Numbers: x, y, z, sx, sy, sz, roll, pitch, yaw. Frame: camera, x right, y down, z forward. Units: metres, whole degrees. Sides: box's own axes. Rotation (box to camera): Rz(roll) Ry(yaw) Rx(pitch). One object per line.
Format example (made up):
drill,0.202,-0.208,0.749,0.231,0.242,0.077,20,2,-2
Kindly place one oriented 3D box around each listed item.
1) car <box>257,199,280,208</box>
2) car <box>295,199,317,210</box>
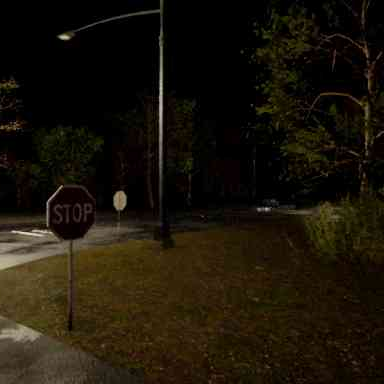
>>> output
car,12.519,1.845,54.113,2.033,1.411,5.357,0,0,36
car,16.306,1.742,47.418,1.882,1.535,5.008,0,0,36
